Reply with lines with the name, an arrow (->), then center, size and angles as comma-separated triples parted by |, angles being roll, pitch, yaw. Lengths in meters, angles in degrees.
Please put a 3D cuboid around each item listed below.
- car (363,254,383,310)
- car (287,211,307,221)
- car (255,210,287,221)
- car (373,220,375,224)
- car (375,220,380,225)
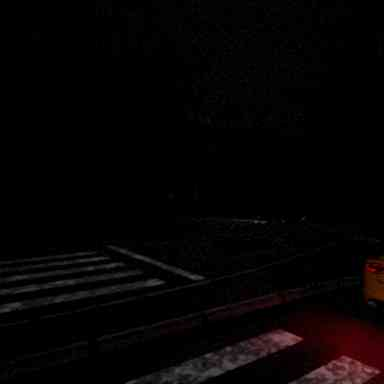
car -> 5.460, 1.552, 6.573 | 5.008, 1.535, 1.882 | 1, -1, -32
car -> 15.934, 3.798, 52.862 | 4.892, 1.490, 1.837 | 5, -3, -22
car -> 10.345, 3.135, 44.959 | 2.128, 1.511, 4.902 | 1, -3, 43
car -> 31.955, 4.761, 52.940 | 5.357, 1.411, 2.033 | 2, -3, 22
car -> 30.701, 4.620, 49.943 | 4.718, 1.301, 1.895 | 2, -3, 22
